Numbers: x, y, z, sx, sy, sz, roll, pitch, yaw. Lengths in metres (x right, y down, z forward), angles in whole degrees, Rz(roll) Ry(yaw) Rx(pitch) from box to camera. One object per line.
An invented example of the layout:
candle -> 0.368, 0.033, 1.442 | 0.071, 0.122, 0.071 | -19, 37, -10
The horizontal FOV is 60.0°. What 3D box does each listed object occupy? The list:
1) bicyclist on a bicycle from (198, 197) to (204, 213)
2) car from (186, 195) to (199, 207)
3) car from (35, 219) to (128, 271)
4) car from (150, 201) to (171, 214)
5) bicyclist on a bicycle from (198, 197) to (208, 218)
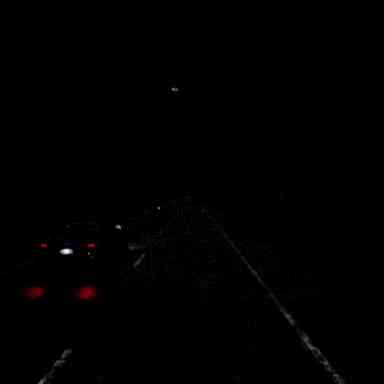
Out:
bicyclist on a bicycle -> 0.981, 1.453, 38.333 | 0.659, 1.776, 1.843 | 0, 0, 0
car -> 0.104, 1.684, 54.821 | 1.994, 1.385, 4.181 | 0, 0, 0
car -> -3.395, 1.588, 11.003 | 1.994, 1.385, 4.181 | 0, 0, 0
car -> -3.388, 1.642, 36.261 | 1.994, 1.385, 4.181 | 0, 0, 0
bicyclist on a bicycle -> 0.951, 1.499, 29.302 | 0.866, 1.612, 1.509 | 0, 0, 0
